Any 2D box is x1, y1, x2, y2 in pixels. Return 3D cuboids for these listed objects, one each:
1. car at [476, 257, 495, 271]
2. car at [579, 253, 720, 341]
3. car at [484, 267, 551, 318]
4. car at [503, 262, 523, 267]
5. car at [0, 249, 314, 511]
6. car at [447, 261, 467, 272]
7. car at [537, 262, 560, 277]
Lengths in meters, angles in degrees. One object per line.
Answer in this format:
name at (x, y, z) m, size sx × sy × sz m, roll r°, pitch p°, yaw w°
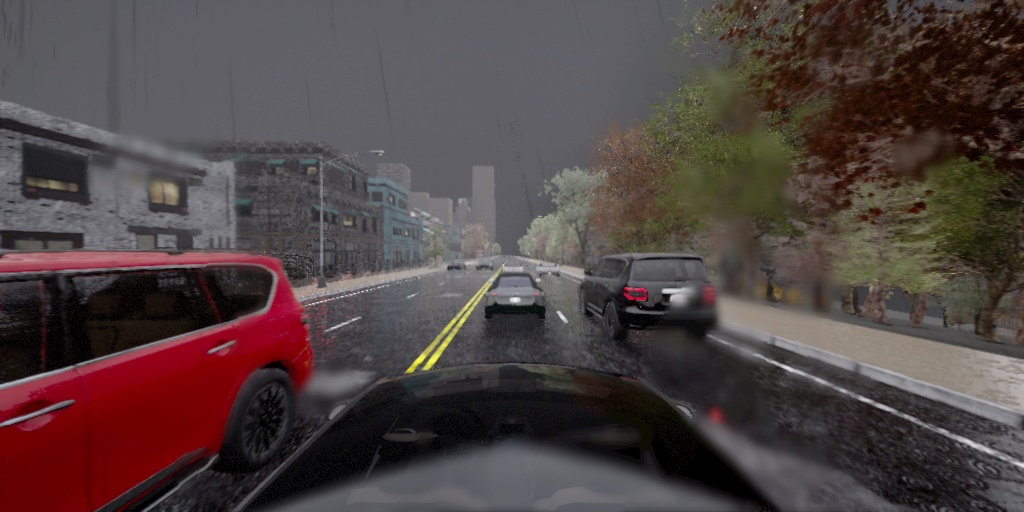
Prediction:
car at (-3.334, 0.963, 45.353) m, size 2.097 × 1.767 × 4.553 m, roll 0°, pitch 0°, yaw 0°
car at (3.347, 0.946, 9.889) m, size 2.150 × 2.045 × 5.566 m, roll 0°, pitch 0°, yaw 0°
car at (0.098, 1.279, 12.762) m, size 1.994 × 1.385 × 4.181 m, roll 0°, pitch 0°, yaw 0°
car at (0.096, 1.249, 33.986) m, size 1.895 × 1.301 × 4.718 m, roll 0°, pitch 0°, yaw 0°
car at (-3.352, 0.971, 1.857) m, size 2.150 × 2.045 × 5.566 m, roll 0°, pitch 0°, yaw 0°
car at (-6.593, 1.220, 43.059) m, size 1.895 × 1.301 × 4.718 m, roll 0°, pitch 0°, yaw 0°
car at (3.345, 1.249, 33.955) m, size 1.895 × 1.301 × 4.718 m, roll 0°, pitch 0°, yaw 0°
